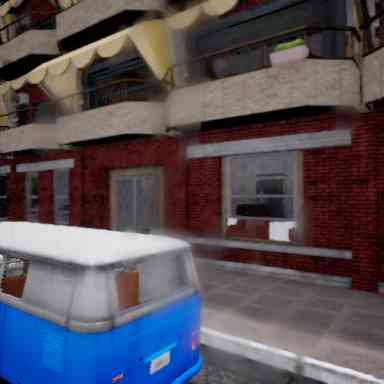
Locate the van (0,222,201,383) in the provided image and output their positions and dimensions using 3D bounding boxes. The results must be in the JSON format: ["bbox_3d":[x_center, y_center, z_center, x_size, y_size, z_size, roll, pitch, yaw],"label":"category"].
[{"bbox_3d":[-1.802,1.341,4.169,3.998,1.788,1.690,0,0,35],"label":"van"}]
